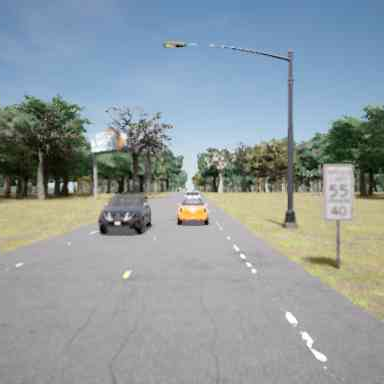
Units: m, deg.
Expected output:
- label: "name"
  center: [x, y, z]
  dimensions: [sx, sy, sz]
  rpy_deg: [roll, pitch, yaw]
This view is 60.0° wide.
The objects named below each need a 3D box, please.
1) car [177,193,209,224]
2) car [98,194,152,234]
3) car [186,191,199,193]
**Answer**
- label: "car"
  center: [0.072, 1.222, 23.911]
  dimensions: [2.097, 1.767, 4.553]
  rpy_deg: [0, 1, 0]
- label: "car"
  center: [-3.587, 1.136, 18.831]
  dimensions: [2.150, 2.045, 5.566]
  rpy_deg: [0, 0, 0]
- label: "car"
  center: [0.078, 0.832, 42.412]
  dimensions: [2.150, 2.045, 5.566]
  rpy_deg: [0, 1, 0]
